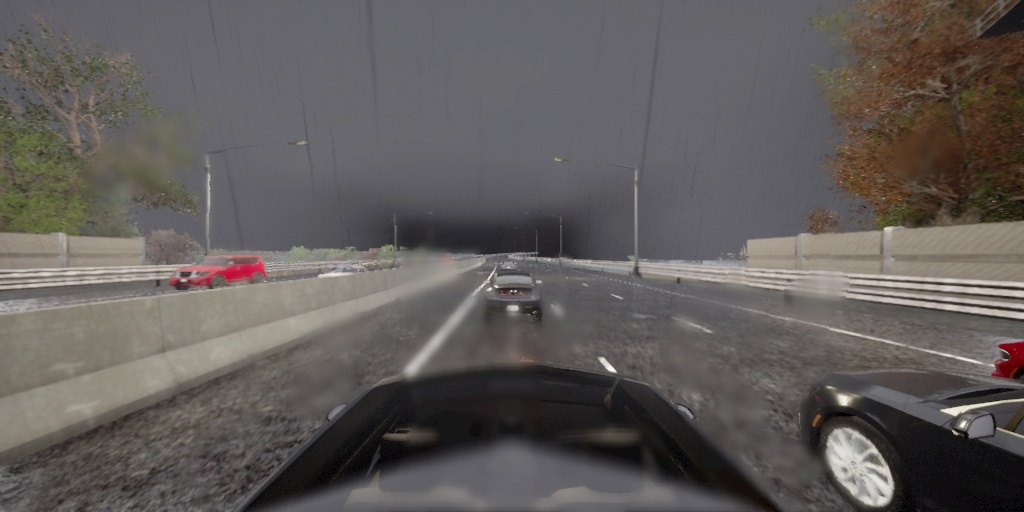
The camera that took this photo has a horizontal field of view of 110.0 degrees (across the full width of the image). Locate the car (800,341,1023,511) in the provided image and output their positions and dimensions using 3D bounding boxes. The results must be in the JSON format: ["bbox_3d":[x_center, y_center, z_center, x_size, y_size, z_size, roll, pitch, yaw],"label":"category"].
[{"bbox_3d":[3.593,1.254,1.323,1.837,1.490,4.892,0,0,0],"label":"car"}]

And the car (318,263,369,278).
[{"bbox_3d":[-10.759,1.347,23.607,1.895,1.301,4.718,0,0,-1],"label":"car"}]

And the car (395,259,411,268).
[{"bbox_3d":[-18.595,1.241,61.455,1.812,1.442,4.674,0,0,-1],"label":"car"}]

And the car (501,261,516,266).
[{"bbox_3d":[-0.429,1.296,43.290,1.994,1.385,4.181,0,0,-1],"label":"car"}]

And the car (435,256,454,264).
[{"bbox_3d":[-11.667,0.936,63.973,2.150,2.045,5.566,0,0,-1],"label":"car"}]

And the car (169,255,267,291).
[{"bbox_3d":[-17.741,0.971,22.095,2.150,2.045,5.566,0,0,-1],"label":"car"}]

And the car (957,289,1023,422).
[{"bbox_3d":[7.092,1.226,2.454,1.882,1.535,5.008,0,0,0],"label":"car"}]

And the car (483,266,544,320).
[{"bbox_3d":[0.050,1.253,12.557,1.837,1.490,4.892,0,0,0],"label":"car"}]
